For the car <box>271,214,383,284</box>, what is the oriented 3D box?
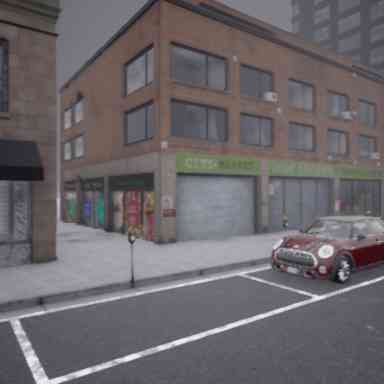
[{"bbox_3d":[4.137,1.425,9.484,4.097,1.590,1.967,0,0,-35],"label":"car"}]
